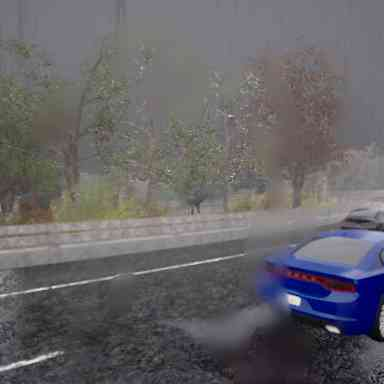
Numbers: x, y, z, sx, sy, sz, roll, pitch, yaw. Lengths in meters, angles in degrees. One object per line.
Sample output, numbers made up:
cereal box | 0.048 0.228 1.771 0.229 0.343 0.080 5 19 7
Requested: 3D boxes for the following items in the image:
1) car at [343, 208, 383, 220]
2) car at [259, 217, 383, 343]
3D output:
car | 9.018 1.559 16.456 4.892 1.490 1.837 0 0 -45
car | 3.465 1.500 6.629 5.008 1.535 1.882 0 0 -39
